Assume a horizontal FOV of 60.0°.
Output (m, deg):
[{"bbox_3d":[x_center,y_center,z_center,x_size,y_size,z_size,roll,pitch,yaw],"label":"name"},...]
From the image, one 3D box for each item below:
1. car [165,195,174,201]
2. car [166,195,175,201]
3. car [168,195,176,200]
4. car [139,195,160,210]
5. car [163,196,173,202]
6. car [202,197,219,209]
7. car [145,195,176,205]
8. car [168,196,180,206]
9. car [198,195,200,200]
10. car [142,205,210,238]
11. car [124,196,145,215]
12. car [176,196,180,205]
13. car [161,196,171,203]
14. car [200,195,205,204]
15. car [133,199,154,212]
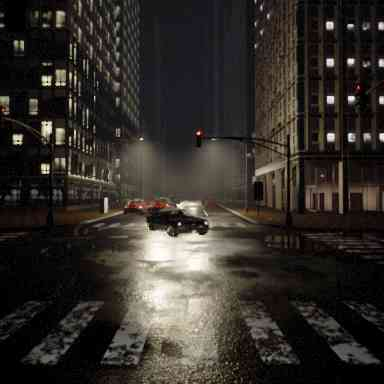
[{"bbox_3d":[-5.718,1.576,83.994,1.887,1.381,4.507,1,0,0],"label":"car"},{"bbox_3d":[-5.720,1.585,89.569,2.008,1.369,4.403,1,0,0],"label":"car"},{"bbox_3d":[-5.724,1.602,95.144,1.947,1.339,4.313,1,0,0],"label":"car"},{"bbox_3d":[-5.693,1.331,44.968,2.192,1.841,5.009,1,0,0],"label":"car"},{"bbox_3d":[-5.715,1.580,78.419,2.008,1.369,4.403,1,0,0],"label":"car"},{"bbox_3d":[2.681,1.598,45.034,1.802,1.307,4.206,1,0,0],"label":"car"},{"bbox_3d":[-3.108,1.363,33.547,2.097,1.767,4.553,0,0,2],"label":"car"},{"bbox_3d":[-3.089,1.523,58.255,1.837,1.490,4.892,0,1,0],"label":"car"},{"bbox_3d":[2.673,1.588,61.767,1.947,1.339,4.313,1,0,0],"label":"car"},{"bbox_3d":[-0.912,1.607,18.052,1.895,1.301,4.718,0,0,-27],"label":"car"},{"bbox_3d":[-5.690,1.452,33.818,1.967,1.590,4.097,1,0,0],"label":"car"},{"bbox_3d":[-3.114,1.509,46.725,2.128,1.511,4.902,0,0,0],"label":"car"},{"bbox_3d":[-5.712,1.571,72.844,1.887,1.381,4.507,1,0,0],"label":"car"},{"bbox_3d":[2.677,1.546,56.360,1.752,1.417,4.829,1,0,0],"label":"car"},{"bbox_3d":[-5.696,1.596,39.393,1.802,1.307,4.206,1,0,0],"label":"car"}]
